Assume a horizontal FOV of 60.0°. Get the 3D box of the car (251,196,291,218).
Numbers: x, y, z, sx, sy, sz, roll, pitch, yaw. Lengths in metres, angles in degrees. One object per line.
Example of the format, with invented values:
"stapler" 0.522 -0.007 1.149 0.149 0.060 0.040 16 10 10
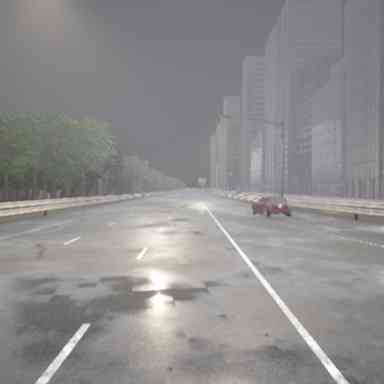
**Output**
"car" 6.625 1.158 28.377 2.097 1.767 4.553 0 1 -9
